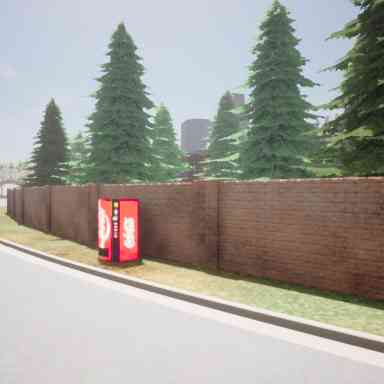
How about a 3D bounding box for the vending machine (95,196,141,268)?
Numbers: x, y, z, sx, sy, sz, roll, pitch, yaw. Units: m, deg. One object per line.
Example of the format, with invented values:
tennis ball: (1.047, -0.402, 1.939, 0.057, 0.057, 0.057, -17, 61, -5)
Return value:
vending machine: (-2.324, 1.195, 10.512, 0.880, 2.100, 1.100, 0, 0, 42)
